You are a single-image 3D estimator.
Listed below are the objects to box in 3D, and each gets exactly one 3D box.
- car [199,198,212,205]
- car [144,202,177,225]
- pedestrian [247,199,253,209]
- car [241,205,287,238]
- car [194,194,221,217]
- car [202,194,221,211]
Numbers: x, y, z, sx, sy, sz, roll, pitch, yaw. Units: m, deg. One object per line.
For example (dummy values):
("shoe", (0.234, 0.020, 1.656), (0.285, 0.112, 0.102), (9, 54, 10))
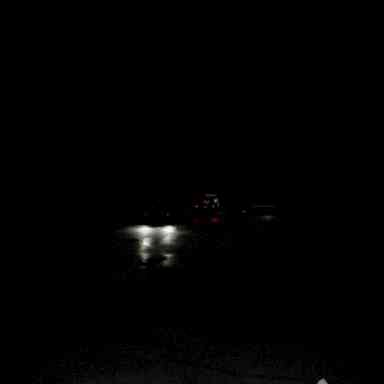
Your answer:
("car", (2.655, 1.826, 65.433), (1.994, 1.385, 4.181), (0, 0, 10))
("car", (-2.220, 1.481, 24.597), (1.882, 1.535, 5.008), (0, 0, 4))
("pedestrian", (3.517, 1.275, 19.947), (0.375, 1.860, 0.375), (-1, 1, -12))
("car", (3.692, 1.405, 17.574), (1.970, 1.475, 3.806), (0, 0, 3))
("car", (1.415, 1.392, 32.244), (2.097, 1.767, 4.553), (0, 0, 6))
("car", (2.608, 1.339, 43.920), (2.150, 2.045, 5.566), (0, 0, 7))
